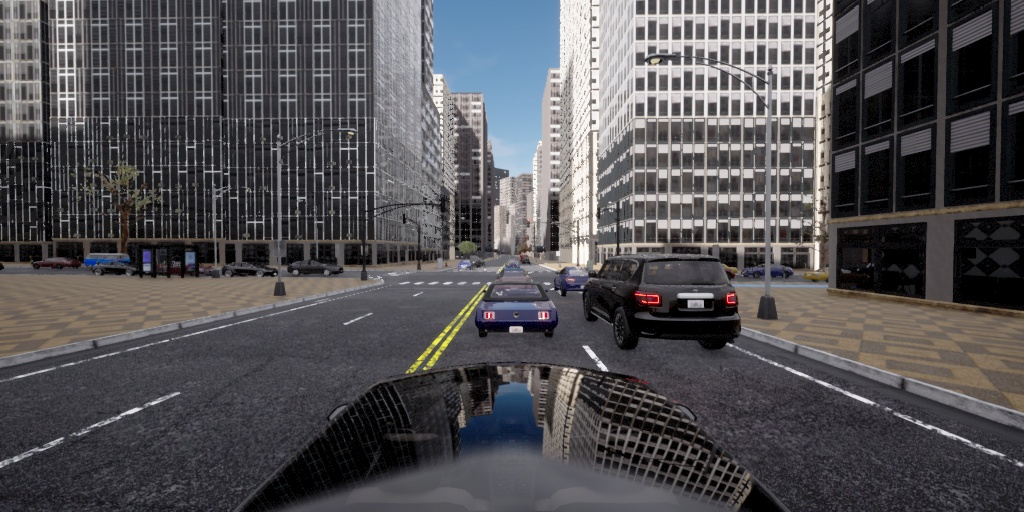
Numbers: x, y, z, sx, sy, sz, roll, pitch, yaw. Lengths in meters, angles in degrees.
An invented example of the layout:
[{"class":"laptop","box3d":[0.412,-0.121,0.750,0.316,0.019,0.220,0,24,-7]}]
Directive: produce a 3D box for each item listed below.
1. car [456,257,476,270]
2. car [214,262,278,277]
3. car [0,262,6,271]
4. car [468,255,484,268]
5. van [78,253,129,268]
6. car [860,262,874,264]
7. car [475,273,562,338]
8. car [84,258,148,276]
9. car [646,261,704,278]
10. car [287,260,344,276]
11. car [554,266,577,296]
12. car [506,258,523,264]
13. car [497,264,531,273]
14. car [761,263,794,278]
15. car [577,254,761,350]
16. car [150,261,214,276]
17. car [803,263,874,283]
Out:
[{"class":"car","box3d":[-6.630,1.241,51.221,1.812,1.442,4.674,0,0,-2]},{"class":"car","box3d":[-22.756,1.174,31.176,4.313,1.339,1.948,0,0,1]},{"class":"car","box3d":[-52.087,0.801,34.535,4.892,1.490,1.837,0,1,1]},{"class":"car","box3d":[-6.623,0.925,61.183,2.150,2.045,5.566,0,0,0]},{"class":"van","box3d":[-45.319,0.605,40.124,3.998,1.789,1.690,0,0,1]},{"class":"car","box3d":[35.906,1.385,36.123,4.553,1.767,2.097,0,1,1]},{"class":"car","box3d":[0.095,1.347,10.194,1.895,1.301,4.718,0,0,0]},{"class":"car","box3d":[-34.121,1.069,31.473,4.313,1.339,1.948,0,0,1]},{"class":"car","box3d":[16.492,1.341,36.454,5.008,1.535,1.882,1,1,1]},{"class":"car","box3d":[-18.464,1.107,33.798,4.892,1.490,1.837,1,1,1]},{"class":"car","box3d":[3.336,1.267,18.924,1.812,1.442,4.674,0,0,0]},{"class":"car","box3d":[0.145,1.319,49.073,1.895,1.301,4.718,0,0,0]},{"class":"car","box3d":[0.088,1.305,18.931,1.994,1.385,4.181,0,0,0]},{"class":"car","box3d":[25.805,1.471,36.305,4.674,1.442,1.812,1,1,1]},{"class":"car","box3d":[3.345,0.968,9.233,2.150,2.045,5.566,0,0,0]},{"class":"car","box3d":[-28.440,1.138,31.305,4.207,1.307,1.802,0,0,1]},{"class":"car","box3d":[27.618,1.579,30.493,4.829,1.417,1.751,0,0,1]}]
